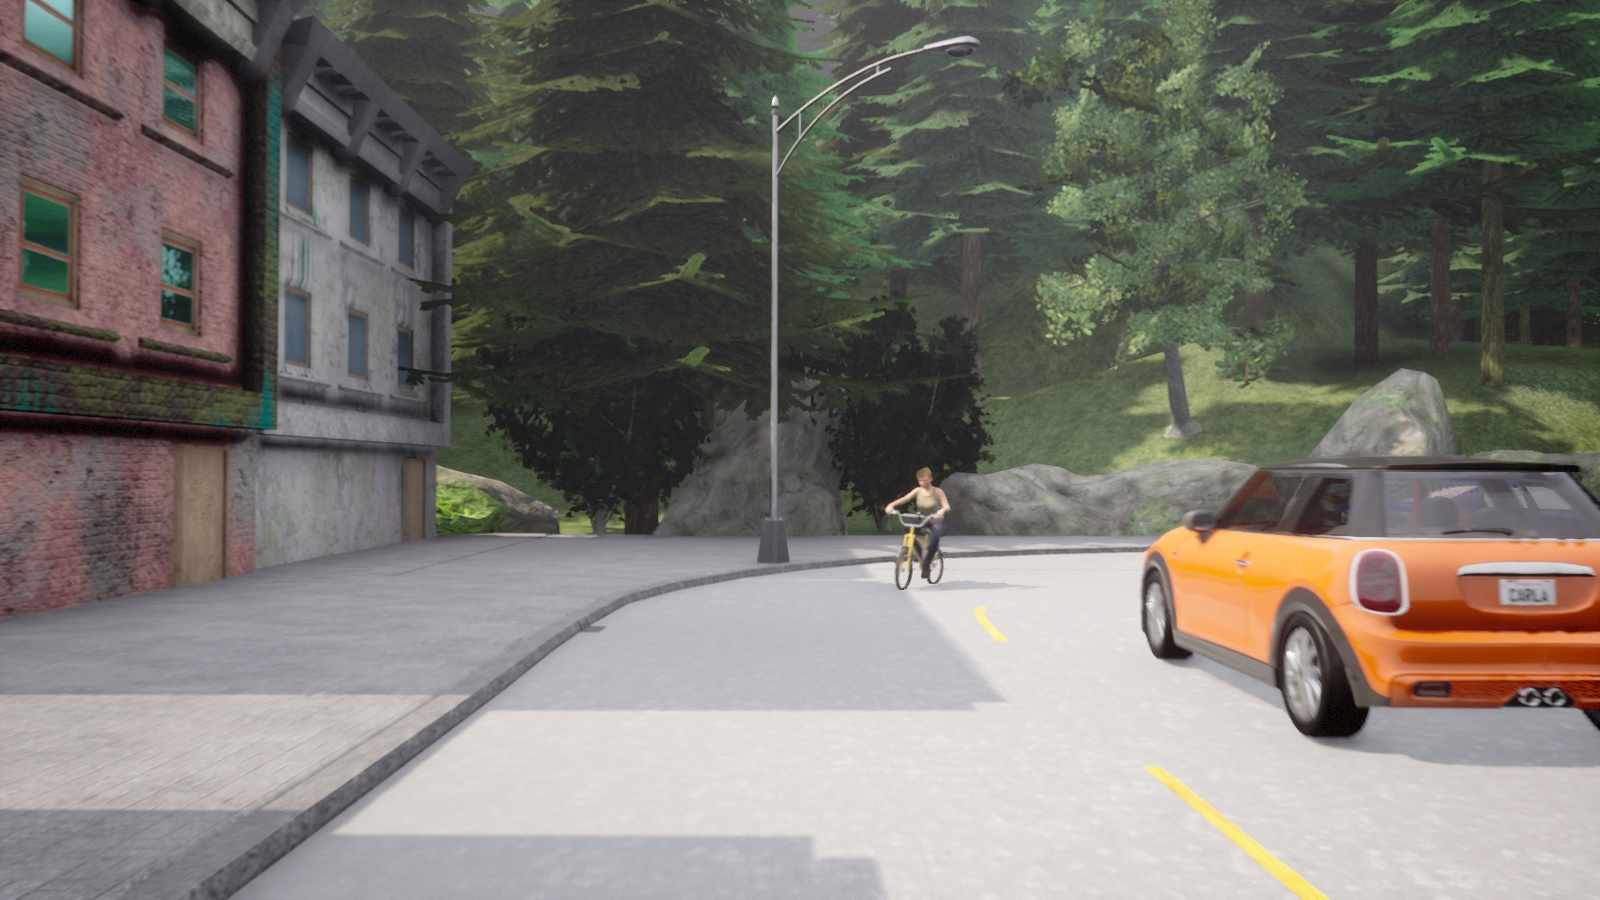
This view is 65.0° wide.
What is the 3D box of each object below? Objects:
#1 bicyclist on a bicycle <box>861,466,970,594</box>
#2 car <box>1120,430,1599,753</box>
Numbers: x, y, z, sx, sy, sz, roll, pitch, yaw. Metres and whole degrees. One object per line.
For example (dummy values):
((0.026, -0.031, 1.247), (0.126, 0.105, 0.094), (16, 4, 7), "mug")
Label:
((1.572, 1.030, 16.911), (0.866, 1.612, 1.509), (1, 0, 30), "bicyclist on a bicycle")
((3.981, 0.811, 9.183), (2.097, 1.767, 4.553), (0, -1, 0), "car")
